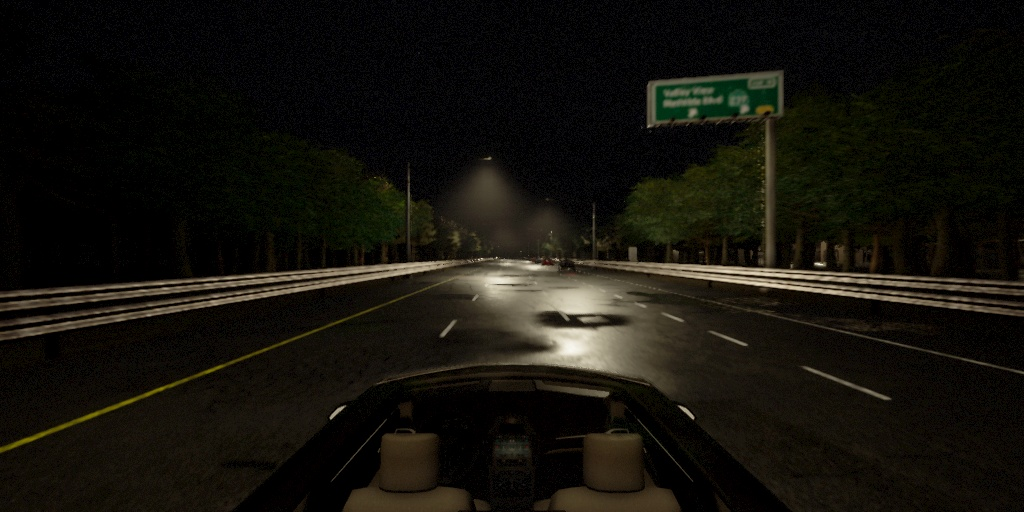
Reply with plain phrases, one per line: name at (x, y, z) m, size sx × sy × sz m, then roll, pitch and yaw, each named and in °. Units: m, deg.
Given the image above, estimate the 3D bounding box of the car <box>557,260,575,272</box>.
car at (7.001, 1.271, 46.469) m, size 1.837 × 1.490 × 4.892 m, roll 0°, pitch 0°, yaw 0°
